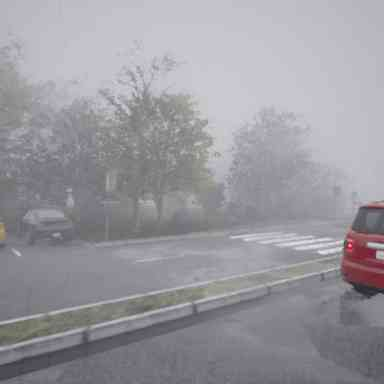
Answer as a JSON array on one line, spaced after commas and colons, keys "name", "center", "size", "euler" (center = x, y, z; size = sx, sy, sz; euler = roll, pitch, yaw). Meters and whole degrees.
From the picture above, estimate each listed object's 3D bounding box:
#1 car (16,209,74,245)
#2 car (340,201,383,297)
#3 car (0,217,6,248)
[{"name": "car", "center": [-7.153, 1.556, 16.108], "size": [2.231, 1.521, 4.892], "euler": [0, 0, -35]}, {"name": "car", "center": [5.570, 1.204, 7.263], "size": [5.566, 2.045, 2.150], "euler": [0, 0, -34]}, {"name": "car", "center": [-9.400, 1.551, 14.513], "size": [2.097, 1.535, 5.008], "euler": [0, 0, -35]}]
